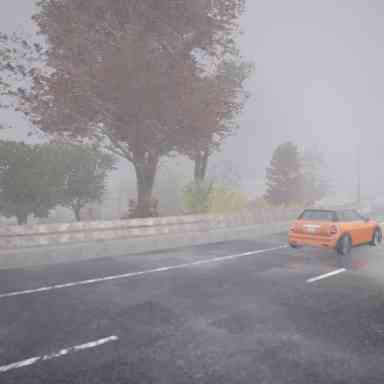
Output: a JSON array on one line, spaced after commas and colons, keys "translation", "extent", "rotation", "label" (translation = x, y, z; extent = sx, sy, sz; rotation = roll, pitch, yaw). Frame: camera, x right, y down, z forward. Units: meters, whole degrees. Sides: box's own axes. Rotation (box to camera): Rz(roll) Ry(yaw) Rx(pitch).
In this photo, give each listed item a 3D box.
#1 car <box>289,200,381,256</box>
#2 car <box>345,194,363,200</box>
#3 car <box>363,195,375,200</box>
[{"translation": [5.912, 1.381, 13.549], "extent": [4.553, 1.767, 2.097], "rotation": [0, 0, -43], "label": "car"}, {"translation": [40.032, 1.334, 82.983], "extent": [2.097, 1.767, 4.553], "rotation": [0, 0, 2], "label": "car"}, {"translation": [43.520, 1.470, 82.700], "extent": [1.837, 1.490, 4.892], "rotation": [0, 0, 2], "label": "car"}]
